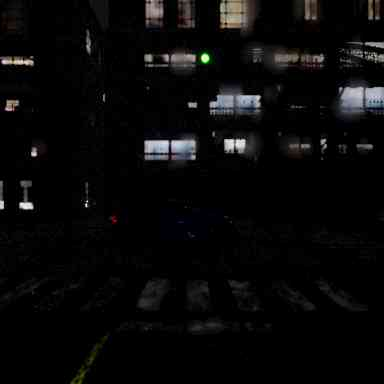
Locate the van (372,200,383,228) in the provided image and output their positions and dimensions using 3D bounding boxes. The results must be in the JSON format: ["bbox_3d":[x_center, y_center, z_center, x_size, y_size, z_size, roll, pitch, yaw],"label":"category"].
[{"bbox_3d":[13.096,1.353,19.971,3.998,1.788,1.690,0,0,0],"label":"van"}]

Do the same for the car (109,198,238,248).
[{"bbox_3d":[-0.794,1.308,14.597,5.566,2.045,2.150,0,-1,0],"label":"car"}]
